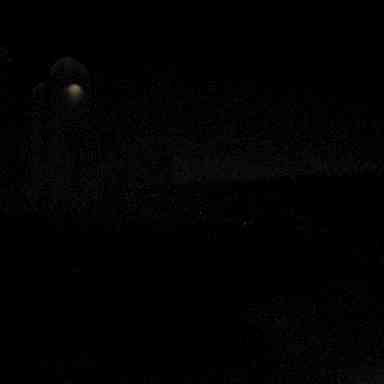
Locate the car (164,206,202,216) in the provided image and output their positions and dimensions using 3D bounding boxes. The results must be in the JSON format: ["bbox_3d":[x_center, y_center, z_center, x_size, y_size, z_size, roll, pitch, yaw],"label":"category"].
[{"bbox_3d":[-1.122,1.900,29.947,1.895,1.301,4.718,1,-1,-36],"label":"car"}]

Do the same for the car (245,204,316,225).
[{"bbox_3d":[5.435,1.588,20.752,2.097,1.767,4.553,1,-1,-34],"label":"car"}]

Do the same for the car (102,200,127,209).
[{"bbox_3d":[-9.937,1.841,42.348,2.128,1.511,4.902,1,0,-36],"label":"car"}]
